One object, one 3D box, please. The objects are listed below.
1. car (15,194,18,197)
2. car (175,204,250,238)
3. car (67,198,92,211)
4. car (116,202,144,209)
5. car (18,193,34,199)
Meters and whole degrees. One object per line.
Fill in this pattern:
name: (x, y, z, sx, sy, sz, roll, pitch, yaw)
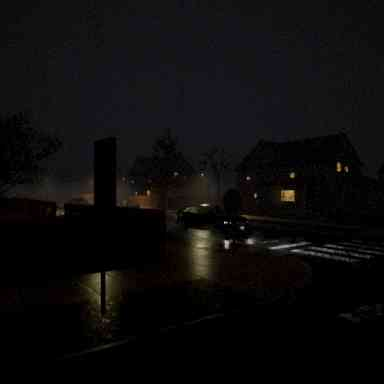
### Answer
car: (-43.612, 1.096, 84.413, 1.812, 1.442, 4.674, 0, 0, -36)
car: (0.976, 1.440, 17.805, 2.128, 1.511, 4.902, 0, 0, -36)
car: (-12.332, 1.373, 36.260, 1.812, 1.442, 4.674, 0, 0, -36)
car: (-5.190, 1.463, 26.346, 1.994, 1.385, 4.181, 0, 0, -36)
car: (-37.509, 1.253, 75.966, 2.033, 1.411, 5.357, 0, 0, -36)
